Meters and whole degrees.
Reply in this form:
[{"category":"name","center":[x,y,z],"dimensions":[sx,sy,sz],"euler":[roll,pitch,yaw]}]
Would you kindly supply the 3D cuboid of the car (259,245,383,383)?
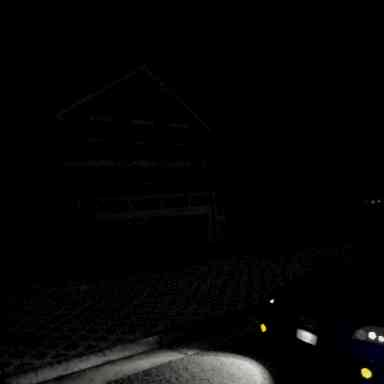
[{"category":"car","center":[3.021,1.593,5.213],"dimensions":[4.181,1.385,1.994],"euler":[0,0,-35]}]
